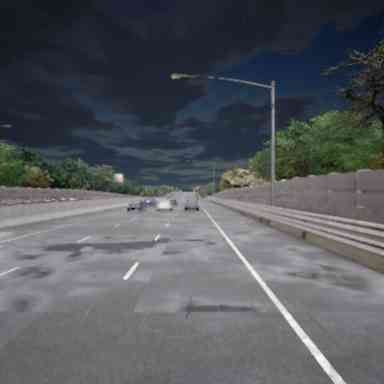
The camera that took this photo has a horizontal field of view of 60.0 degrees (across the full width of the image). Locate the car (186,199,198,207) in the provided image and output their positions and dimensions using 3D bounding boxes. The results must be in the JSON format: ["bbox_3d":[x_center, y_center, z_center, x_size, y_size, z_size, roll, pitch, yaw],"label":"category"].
[{"bbox_3d":[0.013,1.894,57.788,1.895,1.301,4.718,0,0,1],"label":"car"}]

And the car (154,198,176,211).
[{"bbox_3d":[-3.513,1.740,43.747,1.812,1.442,4.674,0,0,0],"label":"car"}]

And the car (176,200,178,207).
[{"bbox_3d":[-3.487,1.783,57.570,2.128,1.511,4.902,0,0,0],"label":"car"}]

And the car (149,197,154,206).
[{"bbox_3d":[-6.993,1.633,55.918,2.097,1.767,4.553,0,0,1],"label":"car"}]

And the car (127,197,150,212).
[{"bbox_3d":[-7.016,1.754,42.275,2.033,1.411,5.357,0,0,0],"label":"car"}]

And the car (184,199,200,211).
[{"bbox_3d":[-0.013,1.780,43.891,1.994,1.385,4.181,0,0,0],"label":"car"}]
